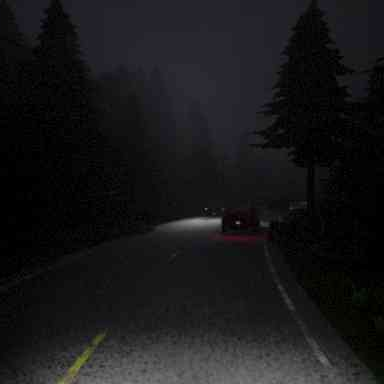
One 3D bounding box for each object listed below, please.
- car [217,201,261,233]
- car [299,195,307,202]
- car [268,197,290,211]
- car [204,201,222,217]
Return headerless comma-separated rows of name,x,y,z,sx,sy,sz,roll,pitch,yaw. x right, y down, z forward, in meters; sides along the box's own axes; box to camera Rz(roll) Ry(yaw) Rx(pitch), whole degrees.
car,2.944,1.414,19.311,1.882,1.535,5.008,0,0,14
car,22.495,1.342,65.631,1.994,1.385,4.181,0,0,32
car,10.116,1.370,38.593,2.128,1.511,4.902,0,0,26
car,2.584,1.500,29.713,1.895,1.301,4.718,0,0,20
